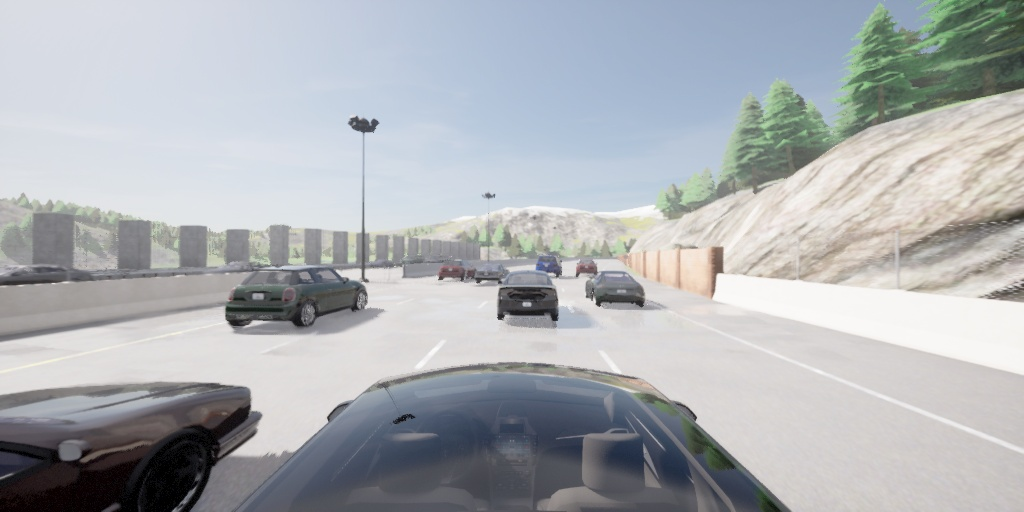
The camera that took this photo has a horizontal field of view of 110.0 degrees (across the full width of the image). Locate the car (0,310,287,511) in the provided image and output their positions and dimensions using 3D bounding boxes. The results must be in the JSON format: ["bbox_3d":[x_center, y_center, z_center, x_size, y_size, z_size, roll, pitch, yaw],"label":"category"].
[{"bbox_3d":[-3.386,1.289,0.991,2.033,1.411,5.357,0,0,1],"label":"car"}]

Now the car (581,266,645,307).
[{"bbox_3d":[4.357,1.315,15.687,1.994,1.385,4.181,0,0,5],"label":"car"}]

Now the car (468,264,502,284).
[{"bbox_3d":[-1.371,1.276,26.793,2.033,1.411,5.357,0,0,9],"label":"car"}]

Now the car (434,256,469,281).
[{"bbox_3d":[-4.396,1.071,29.656,2.097,1.767,4.553,0,0,9],"label":"car"}]

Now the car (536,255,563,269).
[{"bbox_3d":[3.605,0.957,34.581,2.150,2.045,5.566,0,0,12],"label":"car"}]

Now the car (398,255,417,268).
[{"bbox_3d":[-16.022,0.887,57.900,2.150,2.045,5.566,0,0,16],"label":"car"}]

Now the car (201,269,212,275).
[{"bbox_3d":[-19.378,1.177,25.505,2.128,1.511,4.902,0,0,8],"label":"car"}]

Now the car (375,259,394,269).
[{"bbox_3d":[-20.236,1.225,55.735,1.994,1.385,4.181,0,0,16],"label":"car"}]

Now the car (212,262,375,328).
[{"bbox_3d":[-6.491,1.079,11.459,2.097,1.767,4.553,0,0,3],"label":"car"}]

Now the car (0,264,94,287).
[{"bbox_3d":[-23.790,1.172,17.389,2.128,1.511,4.902,0,0,5],"label":"car"}]

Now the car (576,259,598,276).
[{"bbox_3d":[7.722,1.096,36.926,2.097,1.767,4.553,0,0,12],"label":"car"}]

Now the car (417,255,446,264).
[{"bbox_3d":[-10.734,0.911,50.695,2.150,2.045,5.566,0,0,15],"label":"car"}]

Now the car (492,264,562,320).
[{"bbox_3d":[0.584,1.221,12.671,1.882,1.535,5.008,0,0,4],"label":"car"}]
